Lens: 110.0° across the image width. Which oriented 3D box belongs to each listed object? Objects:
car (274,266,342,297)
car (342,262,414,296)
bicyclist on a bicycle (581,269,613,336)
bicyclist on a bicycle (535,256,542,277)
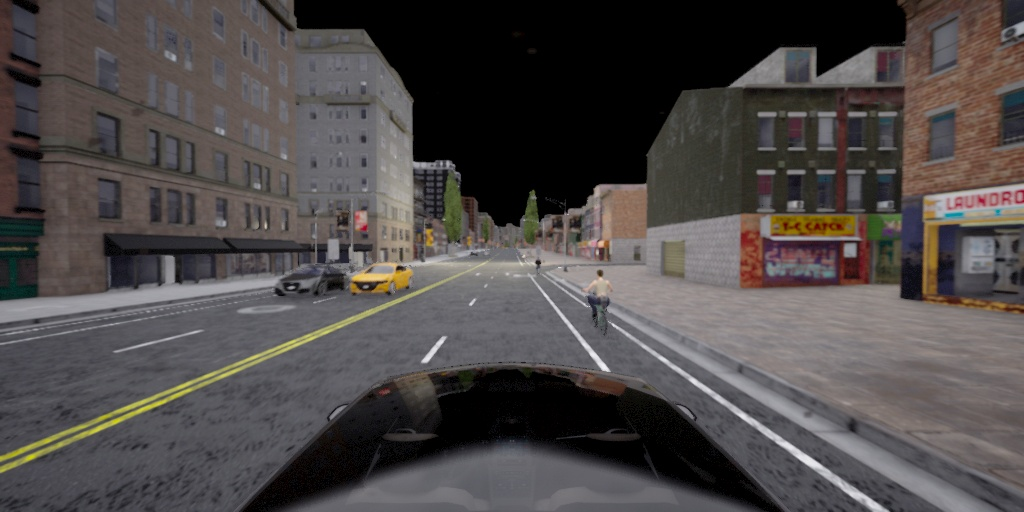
[{"bbox_3d":[-9.849,1.208,18.001,1.994,1.385,4.181,0,0,0],"label":"car"},{"bbox_3d":[-6.600,1.115,18.692,1.882,1.535,5.008,0,0,0],"label":"car"},{"bbox_3d":[2.245,1.143,9.254,0.866,1.612,1.509,0,0,0],"label":"bicyclist on a bicycle"},{"bbox_3d":[2.242,0.898,30.666,0.659,1.776,1.843,0,1,0],"label":"bicyclist on a bicycle"}]
